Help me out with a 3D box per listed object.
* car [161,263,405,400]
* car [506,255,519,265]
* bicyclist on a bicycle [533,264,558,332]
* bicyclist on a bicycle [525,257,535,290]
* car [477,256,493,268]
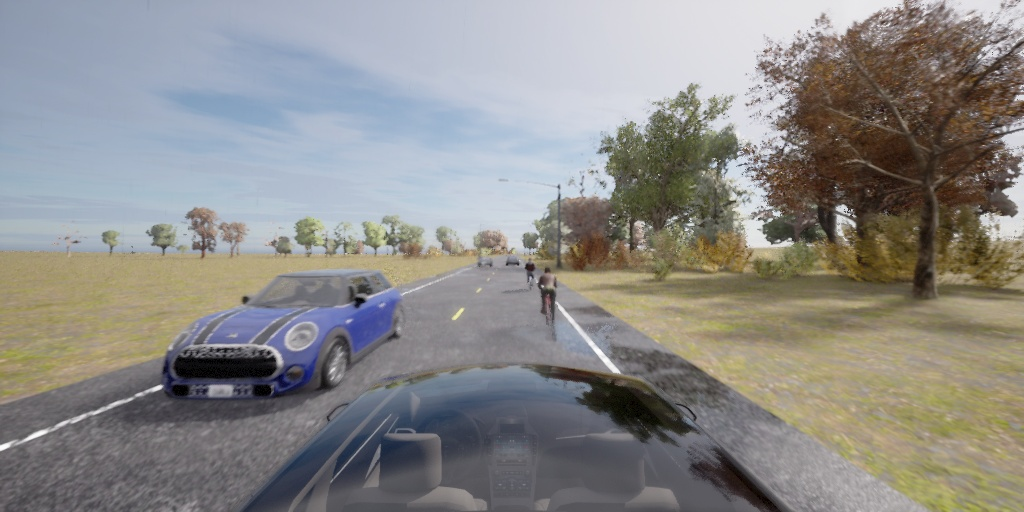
[{"bbox_3d":[-3.596,1.049,6.668,2.097,1.767,4.553,0,1,0],"label":"car"},{"bbox_3d":[0.107,0.734,55.585,1.994,1.385,4.181,0,1,0],"label":"car"},{"bbox_3d":[0.964,1.118,9.563,0.582,1.620,1.656,0,0,0],"label":"bicyclist on a bicycle"},{"bbox_3d":[0.967,0.935,18.948,0.659,1.776,1.843,0,1,0],"label":"bicyclist on a bicycle"},{"bbox_3d":[-3.564,0.744,47.972,2.128,1.511,4.902,0,1,0],"label":"car"}]
